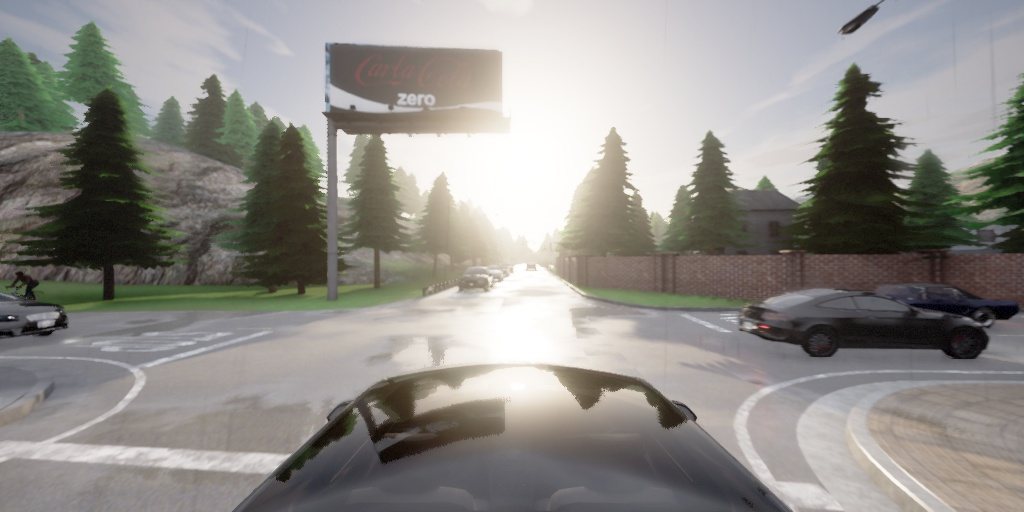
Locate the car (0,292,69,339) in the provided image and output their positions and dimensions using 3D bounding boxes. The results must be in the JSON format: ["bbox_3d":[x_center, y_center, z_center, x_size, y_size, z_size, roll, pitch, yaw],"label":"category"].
[{"bbox_3d":[-15.011,1.568,9.504,4.902,1.511,2.128,0,-1,-4],"label":"car"}]

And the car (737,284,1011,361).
[{"bbox_3d":[7.960,1.490,8.461,4.674,1.442,1.812,0,-1,4],"label":"car"}]

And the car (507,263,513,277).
[{"bbox_3d":[-1.322,1.804,43.092,1.895,1.301,4.718,0,-1,3],"label":"car"}]

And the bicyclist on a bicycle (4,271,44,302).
[{"bbox_3d":[-21.992,1.503,16.152,0.582,1.620,1.656,2,2,-10],"label":"bicyclist on a bicycle"}]

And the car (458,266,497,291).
[{"bbox_3d":[-2.319,1.506,24.017,1.837,1.490,4.892,0,-1,3],"label":"car"}]

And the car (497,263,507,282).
[{"bbox_3d":[-1.806,1.630,33.784,1.812,1.442,4.674,0,-1,3],"label":"car"}]

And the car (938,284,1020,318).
[{"bbox_3d":[13.003,1.576,11.828,4.718,1.301,1.895,0,-1,4],"label":"car"}]
